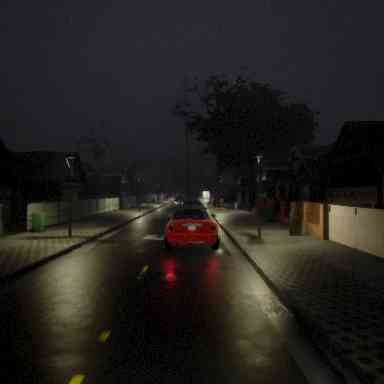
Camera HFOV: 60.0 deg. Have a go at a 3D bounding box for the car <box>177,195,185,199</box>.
[{"bbox_3d":[0.000,1.380,29.589,2.097,1.767,4.553,0,0,0],"label":"car"}]

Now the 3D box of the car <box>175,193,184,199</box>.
[{"bbox_3d":[-2.750,1.233,76.680,2.150,2.045,5.566,0,0,0],"label":"car"}]

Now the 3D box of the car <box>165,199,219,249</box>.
[{"bbox_3d":[0.000,1.371,14.589,2.097,1.767,4.553,0,0,0],"label":"car"}]
